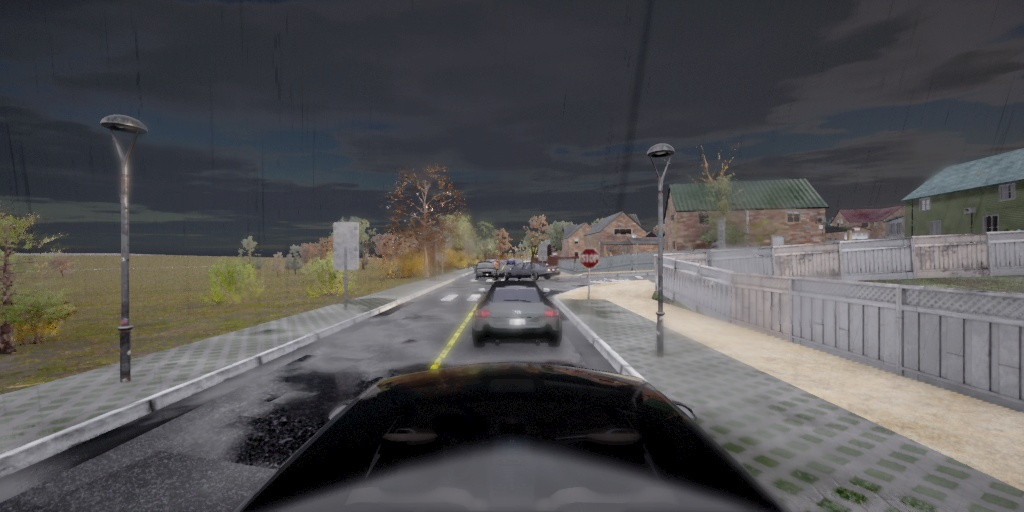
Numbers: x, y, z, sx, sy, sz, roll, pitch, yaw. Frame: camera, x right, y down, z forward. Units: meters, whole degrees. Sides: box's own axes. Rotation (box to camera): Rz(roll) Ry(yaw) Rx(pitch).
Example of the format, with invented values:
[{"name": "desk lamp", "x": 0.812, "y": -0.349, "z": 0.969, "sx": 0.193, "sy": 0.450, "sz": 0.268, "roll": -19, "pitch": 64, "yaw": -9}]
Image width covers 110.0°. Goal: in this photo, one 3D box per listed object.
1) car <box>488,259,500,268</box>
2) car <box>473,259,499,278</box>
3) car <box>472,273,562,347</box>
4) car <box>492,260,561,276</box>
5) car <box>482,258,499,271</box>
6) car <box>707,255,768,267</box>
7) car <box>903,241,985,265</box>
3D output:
[{"name": "car", "x": -2.998, "y": 1.256, "z": 61.075, "sx": 1.882, "sy": 1.535, "sz": 5.008, "roll": 0, "pitch": 0, "yaw": 0}, {"name": "car", "x": -2.333, "y": 1.258, "z": 31.222, "sx": 1.837, "sy": 1.490, "sz": 4.892, "roll": 0, "pitch": 0, "yaw": -8}, {"name": "car", "x": 0.081, "y": 1.313, "z": 9.302, "sx": 1.994, "sy": 1.385, "sz": 4.181, "roll": 0, "pitch": 0, "yaw": -1}, {"name": "car", "x": 1.263, "y": 1.198, "z": 28.320, "sx": 5.357, "sy": 1.411, "sz": 2.033, "roll": -4, "pitch": -3, "yaw": 43}, {"name": "car", "x": -2.985, "y": 1.121, "z": 51.038, "sx": 2.097, "sy": 1.767, "sz": 4.553, "roll": 0, "pitch": 0, "yaw": 0}, {"name": "car", "x": 14.329, "y": 0.413, "z": 22.734, "sx": 4.181, "sy": 1.385, "sz": 1.994, "roll": -3, "pitch": 0, "yaw": 16}, {"name": "car", "x": 23.836, "y": -0.208, "z": 20.338, "sx": 4.902, "sy": 1.511, "sz": 2.128, "roll": -3, "pitch": 0, "yaw": 14}]
